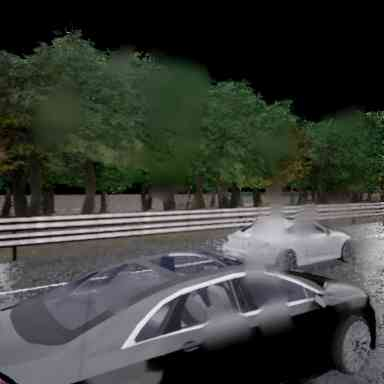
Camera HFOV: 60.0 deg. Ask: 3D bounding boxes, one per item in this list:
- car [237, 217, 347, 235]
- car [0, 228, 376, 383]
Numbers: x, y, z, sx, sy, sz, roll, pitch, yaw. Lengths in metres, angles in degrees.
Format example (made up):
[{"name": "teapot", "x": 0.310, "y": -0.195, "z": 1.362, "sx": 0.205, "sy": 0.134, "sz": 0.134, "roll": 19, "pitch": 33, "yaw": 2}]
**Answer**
[{"name": "car", "x": 3.027, "y": 1.490, "z": 10.103, "sx": 4.674, "sy": 1.442, "sz": 1.812, "roll": 0, "pitch": 0, "yaw": -35}, {"name": "car", "x": 0.266, "y": 1.480, "z": 3.900, "sx": 4.902, "sy": 1.511, "sz": 2.128, "roll": 0, "pitch": 0, "yaw": -35}]
